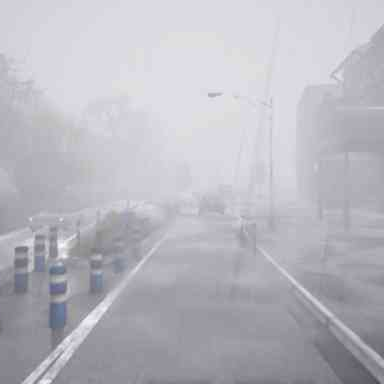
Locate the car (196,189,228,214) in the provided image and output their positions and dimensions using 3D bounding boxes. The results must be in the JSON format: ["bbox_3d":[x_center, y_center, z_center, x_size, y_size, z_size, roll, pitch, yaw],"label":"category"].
[{"bbox_3d":[1.858,0.909,29.378,2.097,1.767,4.553,0,3,7],"label":"car"}]

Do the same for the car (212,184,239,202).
[{"bbox_3d":[4.478,0.105,43.546,2.150,2.045,5.566,0,3,14],"label":"car"}]

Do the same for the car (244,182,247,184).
[{"bbox_3d":[9.303,-0.871,70.152,2.231,1.521,4.892,-3,2,25],"label":"car"}]

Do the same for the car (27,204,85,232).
[{"bbox_3d":[-7.389,1.371,18.533,1.895,1.301,4.718,0,2,-5],"label":"car"}]

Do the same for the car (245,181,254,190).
[{"bbox_3d":[11.618,-1.125,75.235,2.231,1.521,4.892,-3,2,25],"label":"car"}]

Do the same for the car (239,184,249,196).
[{"bbox_3d":[7.675,-0.134,55.578,1.994,1.385,4.181,0,3,19],"label":"car"}]

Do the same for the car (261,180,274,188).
[{"bbox_3d":[19.748,-1.874,90.098,1.946,1.575,5.366,-2,2,33],"label":"car"}]

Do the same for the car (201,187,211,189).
[{"bbox_3d":[0.641,0.433,43.507,2.097,1.535,5.008,0,3,14],"label":"car"}]

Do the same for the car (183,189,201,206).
[{"bbox_3d":[-0.643,0.755,37.416,2.002,1.452,4.674,-1,2,11],"label":"car"}]

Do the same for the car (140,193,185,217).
[{"bbox_3d":[-2.303,1.167,27.021,2.097,1.535,5.008,1,3,9],"label":"car"}]

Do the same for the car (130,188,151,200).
[{"bbox_3d":[-6.892,0.212,44.820,2.128,1.511,4.902,0,2,8],"label":"car"}]

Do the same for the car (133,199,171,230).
[{"bbox_3d":[-2.772,1.497,20.903,2.002,1.452,4.674,-2,2,4],"label":"car"}]

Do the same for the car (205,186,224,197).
[{"bbox_3d":[3.774,-0.143,55.112,2.097,1.535,5.008,0,3,18],"label":"car"}]

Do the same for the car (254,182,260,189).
[{"bbox_3d":[14.112,-1.632,80.259,2.435,2.045,5.566,-3,2,27],"label":"car"}]
